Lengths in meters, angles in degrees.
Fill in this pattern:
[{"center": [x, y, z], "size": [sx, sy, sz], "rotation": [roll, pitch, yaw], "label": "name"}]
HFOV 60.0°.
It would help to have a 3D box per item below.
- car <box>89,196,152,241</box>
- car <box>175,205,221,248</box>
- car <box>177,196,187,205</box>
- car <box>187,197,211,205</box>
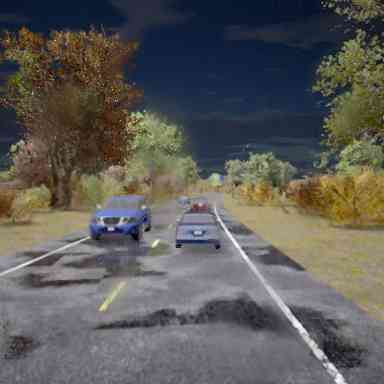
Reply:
[{"center": [-3.385, 1.213, 16.897], "size": [2.150, 2.045, 5.566], "rotation": [0, 0, 1], "label": "car"}, {"center": [0.268, 1.543, 14.770], "size": [2.033, 1.411, 5.357], "rotation": [0, 0, 1], "label": "car"}, {"center": [-1.366, 1.475, 58.330], "size": [1.812, 1.442, 4.674], "rotation": [0, 0, 5], "label": "car"}, {"center": [0.928, 1.334, 35.022], "size": [2.097, 1.767, 4.553], "rotation": [0, 0, 2], "label": "car"}]
